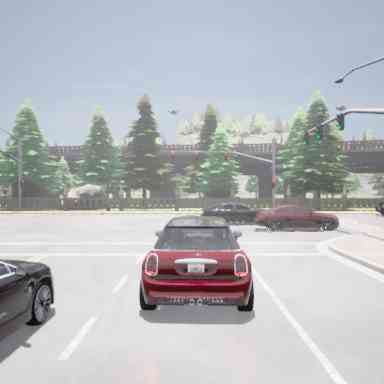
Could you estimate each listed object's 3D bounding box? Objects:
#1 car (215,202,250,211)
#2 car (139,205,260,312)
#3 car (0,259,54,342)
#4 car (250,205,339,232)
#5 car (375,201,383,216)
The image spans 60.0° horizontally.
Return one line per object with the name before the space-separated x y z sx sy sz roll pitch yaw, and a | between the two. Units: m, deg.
car | 3.056 1.456 22.683 4.892 1.490 1.837 -1 0 1
car | 0.149 1.351 7.922 2.097 1.767 4.553 0 0 2
car | -3.432 1.491 4.172 2.128 1.511 4.902 0 0 0
car | 5.975 1.476 19.138 4.674 1.442 1.812 0 0 1
car | 19.478 1.161 29.618 5.566 2.045 2.150 0 0 1
